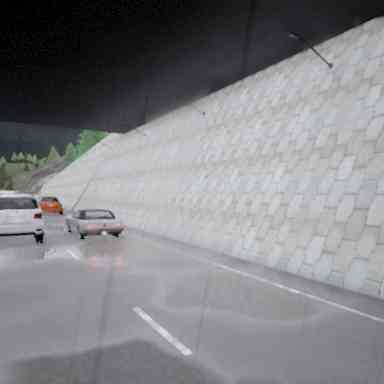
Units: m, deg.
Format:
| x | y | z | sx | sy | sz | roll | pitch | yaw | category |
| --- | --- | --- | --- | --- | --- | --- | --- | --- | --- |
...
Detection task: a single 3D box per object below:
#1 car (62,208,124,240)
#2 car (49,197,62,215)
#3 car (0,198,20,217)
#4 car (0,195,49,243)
| x | y | z | sx | sy | sz | roll | pitch | yaw | category |
| --- | --- | --- | --- | --- | --- | --- | --- | --- | --- |
| -5.063 | 1.532 | 16.856 | 1.895 | 1.301 | 4.718 | 0 | 0 | -30 | car |
| -13.764 | 1.211 | 31.743 | 2.097 | 1.767 | 4.553 | 0 | 0 | -30 | car |
| -16.977 | 1.341 | 30.303 | 2.128 | 1.511 | 4.902 | 0 | 0 | -30 | car |
| -8.180 | 1.144 | 15.255 | 2.150 | 2.045 | 5.566 | 0 | 0 | -30 | car |
